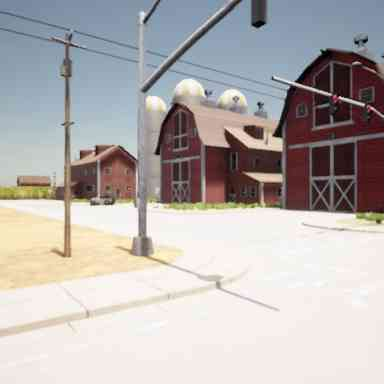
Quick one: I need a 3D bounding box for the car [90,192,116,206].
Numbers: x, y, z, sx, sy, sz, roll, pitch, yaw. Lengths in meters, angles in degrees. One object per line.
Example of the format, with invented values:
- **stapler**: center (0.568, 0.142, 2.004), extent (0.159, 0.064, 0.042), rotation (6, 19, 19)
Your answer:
- **car**: center (-13.600, 1.088, 50.794), extent (3.866, 1.878, 1.905), rotation (-2, 5, 11)
